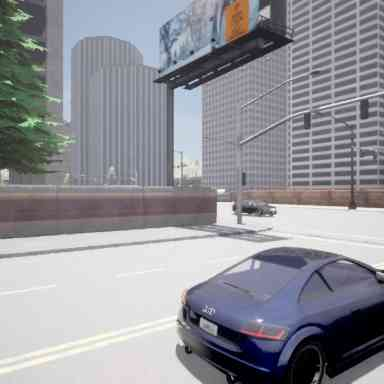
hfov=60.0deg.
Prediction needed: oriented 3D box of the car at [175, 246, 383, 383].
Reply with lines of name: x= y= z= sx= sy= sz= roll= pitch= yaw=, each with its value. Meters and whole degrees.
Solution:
car: x=1.837 y=1.564 z=5.099 sx=4.181 sy=1.385 sz=1.994 roll=0 pitch=0 yaw=-35

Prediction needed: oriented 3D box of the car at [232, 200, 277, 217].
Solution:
car: x=5.823 y=1.492 z=31.296 sx=2.128 sy=1.511 sz=4.902 roll=0 pitch=0 yaw=-34
